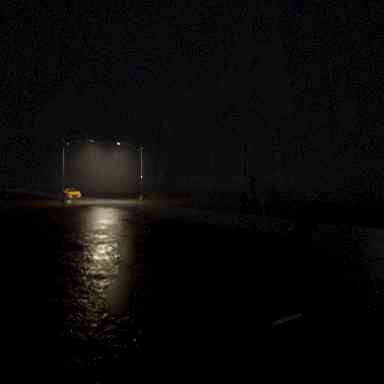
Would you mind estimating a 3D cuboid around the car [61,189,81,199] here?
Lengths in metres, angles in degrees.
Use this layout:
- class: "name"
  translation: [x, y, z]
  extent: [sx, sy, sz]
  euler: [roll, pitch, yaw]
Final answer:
- class: "car"
  translation: [-18.313, 0.236, 50.154]
  extent: [1.882, 1.535, 5.008]
  euler: [-1, 2, -35]
